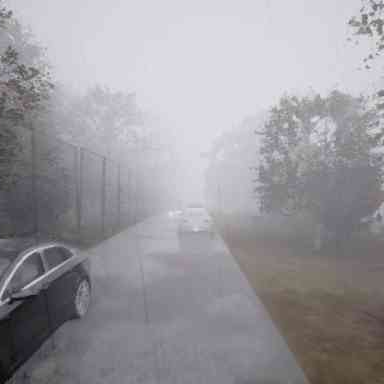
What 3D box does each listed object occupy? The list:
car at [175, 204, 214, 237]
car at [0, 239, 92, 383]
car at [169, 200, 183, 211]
[{"bbox_3d":[0.192,1.580,18.216,1.812,1.442,4.674,0,0,0],"label":"car"},{"bbox_3d":[-2.830,1.485,4.491,2.128,1.511,4.902,0,0,0],"label":"car"},{"bbox_3d":[-2.387,2.025,50.031,2.128,1.511,4.902,0,-1,1],"label":"car"}]
